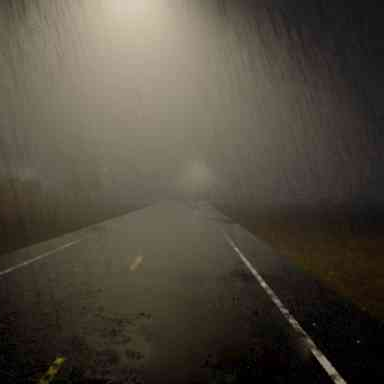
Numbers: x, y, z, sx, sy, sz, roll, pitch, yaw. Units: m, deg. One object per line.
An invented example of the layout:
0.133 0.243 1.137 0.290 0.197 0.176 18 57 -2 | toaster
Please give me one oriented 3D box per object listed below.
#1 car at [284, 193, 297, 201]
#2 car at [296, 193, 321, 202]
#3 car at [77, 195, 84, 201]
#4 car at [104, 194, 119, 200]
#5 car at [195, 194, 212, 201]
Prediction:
27.684 1.316 89.103 5.566 2.045 2.150 0 0 -2 | car
29.205 1.634 82.134 4.902 1.511 2.128 0 0 -2 | car
-25.173 1.436 80.613 5.357 1.411 2.033 0 0 -2 | car
-21.682 1.256 87.717 4.553 1.767 2.097 0 0 -2 | car
3.107 1.366 88.385 4.553 1.767 2.097 0 0 -1 | car
